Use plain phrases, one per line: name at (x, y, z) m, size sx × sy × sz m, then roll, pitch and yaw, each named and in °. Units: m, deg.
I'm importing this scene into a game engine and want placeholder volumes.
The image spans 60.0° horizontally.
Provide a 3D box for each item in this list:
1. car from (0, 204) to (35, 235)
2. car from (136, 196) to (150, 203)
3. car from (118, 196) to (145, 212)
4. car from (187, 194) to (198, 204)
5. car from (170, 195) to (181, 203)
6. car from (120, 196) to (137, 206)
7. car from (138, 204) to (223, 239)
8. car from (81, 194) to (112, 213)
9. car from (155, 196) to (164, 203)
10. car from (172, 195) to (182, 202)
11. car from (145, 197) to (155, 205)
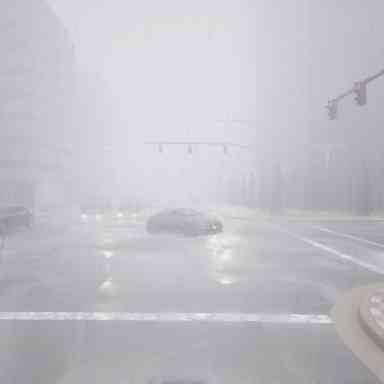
car at (-10.574, 1.474, 18.635) m, size 1.837 × 1.490 × 4.892 m, roll 0°, pitch 0°, yaw 0°
car at (-10.396, 1.524, 70.805) m, size 2.033 × 1.411 × 5.357 m, roll 0°, pitch 0°, yaw 0°
car at (-7.044, 1.352, 38.123) m, size 2.097 × 1.767 × 4.553 m, roll 0°, pitch 0°, yaw 0°
car at (0.097, 1.547, 66.143) m, size 2.033 × 1.411 × 5.357 m, roll 0°, pitch 0°, yaw 0°
car at (-3.402, 1.505, 66.718) m, size 1.837 × 1.490 × 4.892 m, roll 0°, pitch 0°, yaw 0°
car at (-10.507, 1.477, 55.527) m, size 1.882 × 1.535 × 5.008 m, roll 0°, pitch 0°, yaw 0°
car at (-0.478, 1.523, 17.208) m, size 4.181 × 1.385 × 1.994 m, roll 0°, pitch 0°, yaw 40°
car at (-10.545, 1.221, 37.145) m, size 2.150 × 2.045 × 5.566 m, roll 0°, pitch 0°, yaw 0°
car at (-6.901, 1.564, 68.533) m, size 1.994 × 1.385 × 4.181 m, roll 0°, pitch 0°, yaw 0°
car at (-3.388, 1.494, 76.045) m, size 2.128 × 1.511 × 4.902 m, roll 0°, pitch 0°, yaw 0°
car at (-7.021, 1.525, 49.113) m, size 1.812 × 1.442 × 4.674 m, roll 0°, pitch 0°, yaw 0°
